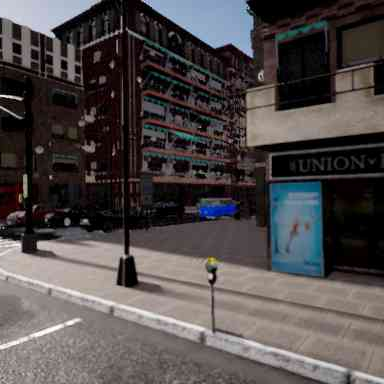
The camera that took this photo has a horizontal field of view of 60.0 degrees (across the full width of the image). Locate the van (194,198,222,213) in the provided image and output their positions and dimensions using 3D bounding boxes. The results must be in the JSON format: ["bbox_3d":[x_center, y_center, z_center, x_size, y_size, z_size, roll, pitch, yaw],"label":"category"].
[{"bbox_3d":[2.110,1.650,42.520,1.690,1.788,3.998,-2,-1,36],"label":"van"}]

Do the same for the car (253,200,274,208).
[{"bbox_3d":[12.097,1.987,56.168,1.802,1.307,4.206,-2,-1,36],"label":"car"}]

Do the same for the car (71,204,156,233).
[{"bbox_3d":[-4.436,1.590,19.363,1.947,1.339,4.313,-2,-1,36],"label":"car"}]

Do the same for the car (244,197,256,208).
[{"bbox_3d":[8.765,1.688,51.623,2.192,1.841,5.009,-2,-1,36],"label":"car"}]

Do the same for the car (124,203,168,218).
[{"bbox_3d":[-4.542,1.810,33.414,1.947,1.339,4.313,-2,-1,36],"label":"car"}]

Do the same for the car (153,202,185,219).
[{"bbox_3d":[-2.665,1.685,31.585,2.128,1.511,4.902,-1,-1,36],"label":"car"}]

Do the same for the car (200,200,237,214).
[{"bbox_3d":[3.234,1.742,39.641,2.128,1.511,4.902,-1,-1,36],"label":"car"}]

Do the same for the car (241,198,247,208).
[{"bbox_3d":[5.441,1.891,47.067,2.008,1.369,4.403,-2,-1,36],"label":"car"}]

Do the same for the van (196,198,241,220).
[{"bbox_3d":[2.215,1.430,28.469,1.690,1.788,3.998,-2,-1,36],"label":"van"}]

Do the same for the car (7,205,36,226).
[{"bbox_3d":[-11.199,1.620,24.314,1.967,1.590,4.097,-2,-1,36],"label":"car"}]

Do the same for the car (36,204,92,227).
[{"bbox_3d":[-8.222,1.645,23.993,1.837,1.490,4.892,-1,-1,36],"label":"car"}]
